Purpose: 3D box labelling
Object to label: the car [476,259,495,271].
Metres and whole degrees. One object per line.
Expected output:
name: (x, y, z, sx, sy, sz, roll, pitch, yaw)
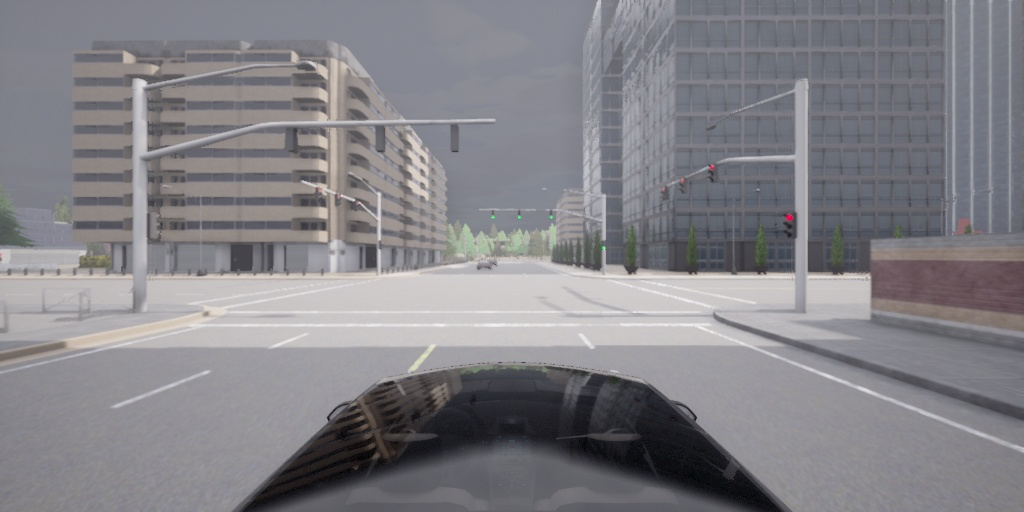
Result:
car: (-3.857, 1.264, 50.188, 1.812, 1.442, 4.674, 0, 0, 1)
